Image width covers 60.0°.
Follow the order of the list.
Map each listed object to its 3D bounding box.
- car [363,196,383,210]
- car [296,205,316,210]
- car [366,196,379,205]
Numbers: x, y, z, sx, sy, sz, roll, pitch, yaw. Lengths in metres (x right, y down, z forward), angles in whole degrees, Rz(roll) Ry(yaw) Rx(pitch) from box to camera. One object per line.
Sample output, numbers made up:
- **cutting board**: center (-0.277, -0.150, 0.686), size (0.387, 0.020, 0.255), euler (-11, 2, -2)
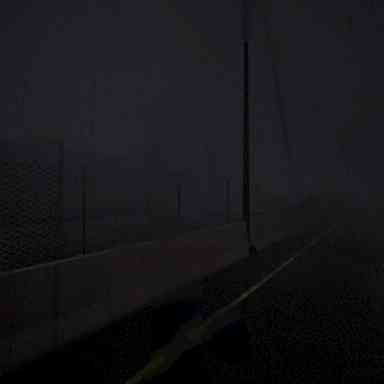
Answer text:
- **car**: center (23.480, 1.349, 43.148), size (2.097, 1.767, 4.553), euler (0, 0, 31)
- **car**: center (14.197, 1.472, 41.212), size (1.882, 1.535, 5.008), euler (0, 0, 30)
- **car**: center (32.653, 1.516, 60.128), size (1.812, 1.442, 4.674), euler (0, -1, 25)
